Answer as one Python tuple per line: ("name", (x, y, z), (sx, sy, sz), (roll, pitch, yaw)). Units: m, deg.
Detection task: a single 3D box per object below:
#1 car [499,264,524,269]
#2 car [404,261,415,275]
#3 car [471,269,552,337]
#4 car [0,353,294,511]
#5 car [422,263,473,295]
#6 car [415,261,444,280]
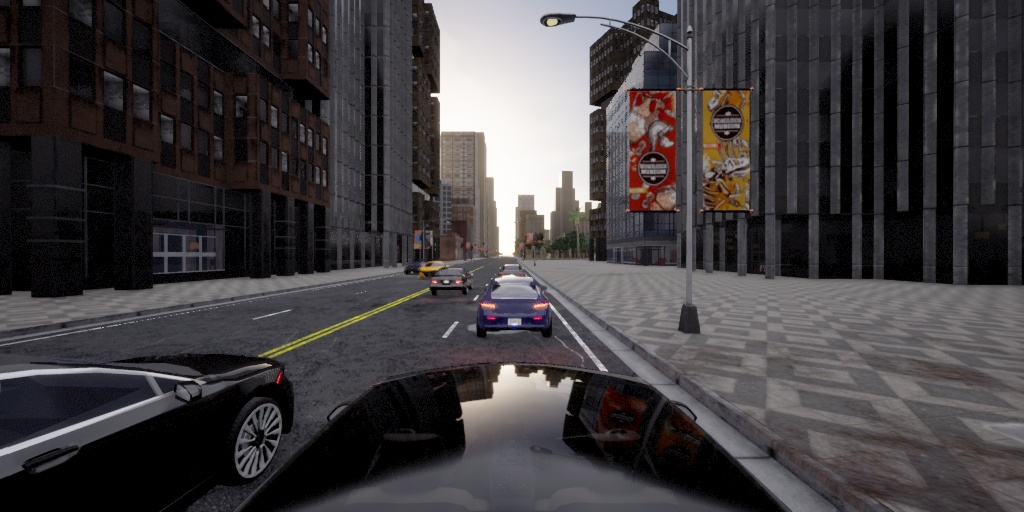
("car", (-0.024, 1.306, 26.840), (1.994, 1.385, 4.181), (0, 0, 0))
("car", (-10.032, 1.275, 38.561), (2.033, 1.411, 5.357), (0, 0, 0))
("car", (0.048, 1.274, 10.151), (1.812, 1.442, 4.674), (0, 0, 0))
("car", (-3.149, 1.242, 1.731), (2.128, 1.511, 4.902), (0, 0, 0))
("car", (-3.230, 1.292, 19.769), (2.033, 1.411, 5.357), (0, 0, -2))
("car", (-6.746, 1.215, 31.537), (1.882, 1.535, 5.008), (0, 0, 0))
